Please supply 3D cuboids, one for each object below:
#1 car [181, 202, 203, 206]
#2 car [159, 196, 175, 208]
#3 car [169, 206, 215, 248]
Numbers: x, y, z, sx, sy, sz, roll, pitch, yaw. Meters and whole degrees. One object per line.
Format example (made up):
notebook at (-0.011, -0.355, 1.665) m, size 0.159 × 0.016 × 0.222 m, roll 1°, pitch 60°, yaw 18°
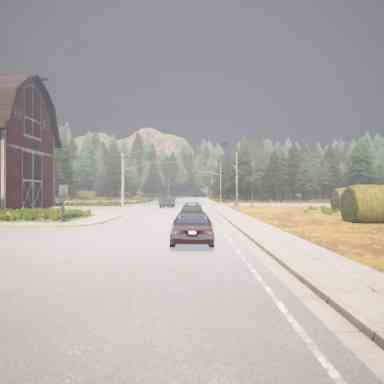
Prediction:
car at (0.000, 1.570, 29.650) m, size 1.994 × 1.385 × 4.181 m, roll 0°, pitch 0°, yaw 0°
car at (-3.500, 1.402, 47.388) m, size 2.097 × 1.767 × 4.553 m, roll 0°, pitch 0°, yaw 0°
car at (0.010, 1.541, 14.651) m, size 2.033 × 1.411 × 5.357 m, roll 1°, pitch 0°, yaw 0°
